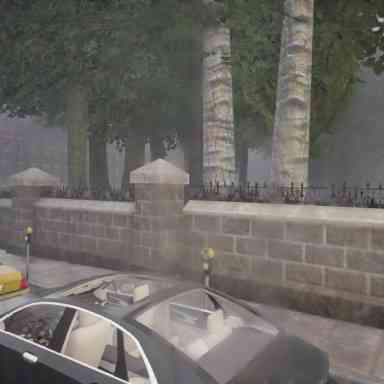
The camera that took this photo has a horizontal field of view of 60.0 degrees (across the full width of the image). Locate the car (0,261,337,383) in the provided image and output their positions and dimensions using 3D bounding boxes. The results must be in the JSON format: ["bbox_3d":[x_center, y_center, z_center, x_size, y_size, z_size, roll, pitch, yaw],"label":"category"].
[{"bbox_3d":[-0.872,1.550,3.416,4.403,1.369,2.008,0,1,36],"label":"car"}]
